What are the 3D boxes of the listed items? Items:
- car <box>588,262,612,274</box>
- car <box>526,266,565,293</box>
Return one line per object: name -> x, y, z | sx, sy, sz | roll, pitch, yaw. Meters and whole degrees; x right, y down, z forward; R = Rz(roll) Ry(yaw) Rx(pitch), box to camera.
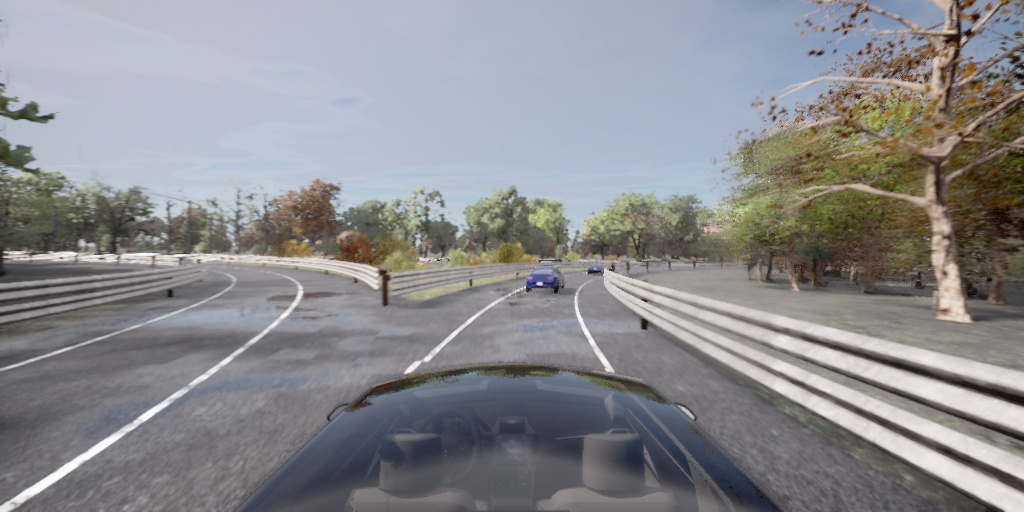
car -> 10.571, 1.439, 42.848 | 1.994, 1.385, 4.181 | 0, 0, 31
car -> 2.060, 1.333, 21.507 | 1.812, 1.442, 4.674 | -1, 0, 14
